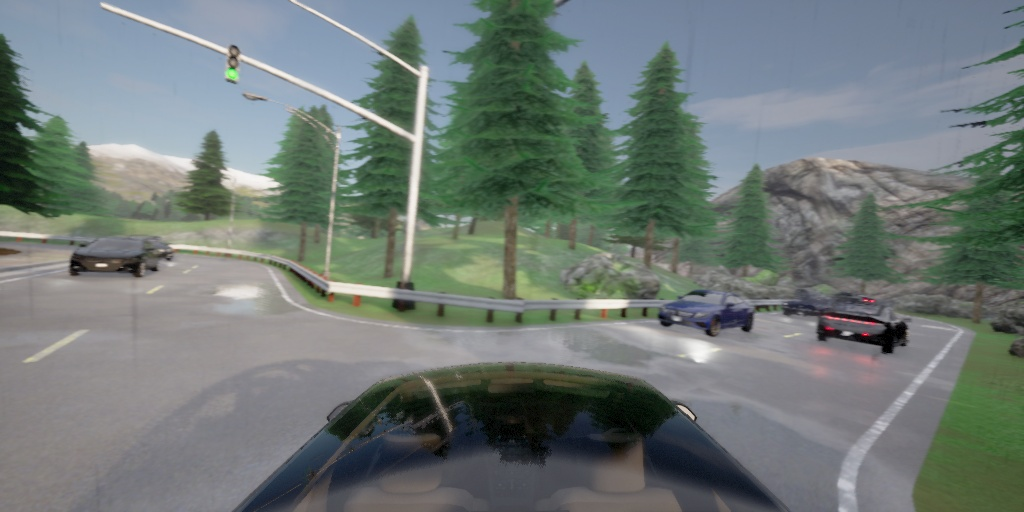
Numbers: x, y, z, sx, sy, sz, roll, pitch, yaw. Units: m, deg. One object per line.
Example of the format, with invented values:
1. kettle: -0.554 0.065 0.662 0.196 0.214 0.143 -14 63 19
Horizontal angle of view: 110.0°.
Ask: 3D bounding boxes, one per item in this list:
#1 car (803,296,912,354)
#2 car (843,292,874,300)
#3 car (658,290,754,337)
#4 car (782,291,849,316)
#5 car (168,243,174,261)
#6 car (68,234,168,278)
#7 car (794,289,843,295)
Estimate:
1. car: 12.503 2.445 12.727 4.902 1.511 2.128 6 -1 -37
2. car: 33.462 4.387 35.668 1.837 1.490 4.892 9 0 5
3. car: 7.356 1.992 13.348 4.674 1.442 1.812 5 -1 -37
4. car: 17.687 2.998 21.039 4.718 1.301 1.895 5 -1 -36
5. car: -23.061 -0.567 22.627 4.902 1.511 2.128 5 0 34
6. car: -16.160 -0.052 14.851 1.882 1.535 5.008 5 -1 -37
7. car: 28.703 3.933 34.368 1.837 1.490 4.892 5 -1 13
